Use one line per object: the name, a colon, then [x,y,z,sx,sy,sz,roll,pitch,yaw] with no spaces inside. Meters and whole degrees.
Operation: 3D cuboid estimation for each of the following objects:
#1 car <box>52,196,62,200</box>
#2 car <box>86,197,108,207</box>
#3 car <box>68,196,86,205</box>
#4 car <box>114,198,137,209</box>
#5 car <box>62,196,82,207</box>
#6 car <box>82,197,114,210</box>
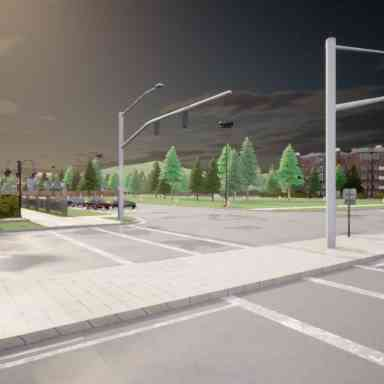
car: [-23.425,1.506,58.316,1.837,1.490,4.892,0,0,-36]
car: [-15.188,1.507,52.890,1.837,1.490,4.892,0,0,-36]
car: [-21.286,1.479,61.355,1.882,1.535,5.008,0,0,-36]
car: [-9.391,1.549,44.898,2.033,1.411,5.357,0,0,-36]
car: [-17.587,1.506,50.231,1.837,1.490,4.892,0,0,-36]
car: [-12.177,1.602,42.788,1.895,1.301,4.718,0,0,-36]
